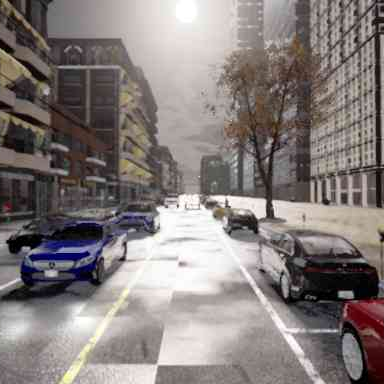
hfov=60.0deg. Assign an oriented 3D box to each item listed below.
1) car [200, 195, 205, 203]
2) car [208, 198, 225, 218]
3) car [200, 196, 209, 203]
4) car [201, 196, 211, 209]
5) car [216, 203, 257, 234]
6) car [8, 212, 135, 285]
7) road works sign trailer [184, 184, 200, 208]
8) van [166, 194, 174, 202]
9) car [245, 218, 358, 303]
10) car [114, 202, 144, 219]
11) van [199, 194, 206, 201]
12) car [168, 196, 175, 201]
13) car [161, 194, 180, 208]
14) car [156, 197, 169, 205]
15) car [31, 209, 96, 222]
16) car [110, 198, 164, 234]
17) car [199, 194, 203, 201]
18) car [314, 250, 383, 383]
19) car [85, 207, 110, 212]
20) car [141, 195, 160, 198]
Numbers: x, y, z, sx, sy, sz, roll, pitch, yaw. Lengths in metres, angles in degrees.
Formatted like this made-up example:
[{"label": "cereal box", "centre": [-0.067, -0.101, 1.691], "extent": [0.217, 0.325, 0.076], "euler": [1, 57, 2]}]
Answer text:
[{"label": "car", "centre": [2.753, 1.674, 52.582], "extent": [2.008, 1.369, 4.403], "euler": [1, 0, 0]}, {"label": "car", "centre": [2.731, 1.595, 30.475], "extent": [1.752, 1.417, 4.829], "euler": [1, 0, 0]}, {"label": "car", "centre": [2.777, 1.621, 74.862], "extent": [1.967, 1.590, 4.097], "euler": [1, 0, 0]}, {"label": "car", "centre": [2.747, 1.660, 47.014], "extent": [2.008, 1.369, 4.403], "euler": [1, 0, 0]}, {"label": "car", "centre": [2.720, 1.594, 19.165], "extent": [2.008, 1.369, 4.403], "euler": [1, 0, 0]}, {"label": "car", "centre": [-3.085, 1.546, 9.670], "extent": [1.812, 1.442, 4.674], "euler": [0, 0, 1]}, {"label": "road works sign trailer", "centre": [0.056, 0.573, 49.285], "extent": [2.380, 3.560, 2.880], "euler": [0, 0, 0]}, {"label": "van", "centre": [-5.591, 1.549, 86.012], "extent": [1.690, 1.788, 3.998], "euler": [1, 0, 0]}, {"label": "car", "centre": [2.709, 1.569, 8.026], "extent": [2.008, 1.369, 4.403], "euler": [1, 0, 0]}, {"label": "car", "centre": [-5.650, 1.632, 30.314], "extent": [1.947, 1.339, 4.313], "euler": [1, 0, 0]}, {"label": "van", "centre": [2.795, 1.566, 91.572], "extent": [1.690, 1.788, 3.998], "euler": [1, 0, 0]}, {"label": "car", "centre": [-5.588, 1.747, 91.410], "extent": [1.752, 1.417, 4.829], "euler": [1, 0, 0]}, {"label": "car", "centre": [-3.020, 1.340, 51.176], "extent": [2.150, 2.045, 5.566], "euler": [0, 0, 0]}, {"label": "car", "centre": [-5.617, 1.694, 63.732], "extent": [1.887, 1.381, 4.507], "euler": [1, 0, 0]}, {"label": "car", "centre": [-5.666, 1.594, 13.605], "extent": [1.947, 1.339, 4.313], "euler": [1, 0, 0]}, {"label": "car", "centre": [-3.033, 1.396, 19.369], "extent": [2.097, 1.767, 4.553], "euler": [0, 0, 1]}, {"label": "car", "centre": [2.765, 1.592, 63.722], "extent": [1.967, 1.590, 4.097], "euler": [1, 0, 0]}, {"label": "car", "centre": [2.703, 1.551, 2.456], "extent": [1.887, 1.381, 4.507], "euler": [1, 0, 0]}, {"label": "car", "centre": [-5.661, 1.591, 19.175], "extent": [2.008, 1.369, 4.403], "euler": [1, 0, 0]}, {"label": "car", "centre": [-5.634, 1.408, 41.455], "extent": [2.192, 1.841, 5.009], "euler": [1, 0, 0]}]
